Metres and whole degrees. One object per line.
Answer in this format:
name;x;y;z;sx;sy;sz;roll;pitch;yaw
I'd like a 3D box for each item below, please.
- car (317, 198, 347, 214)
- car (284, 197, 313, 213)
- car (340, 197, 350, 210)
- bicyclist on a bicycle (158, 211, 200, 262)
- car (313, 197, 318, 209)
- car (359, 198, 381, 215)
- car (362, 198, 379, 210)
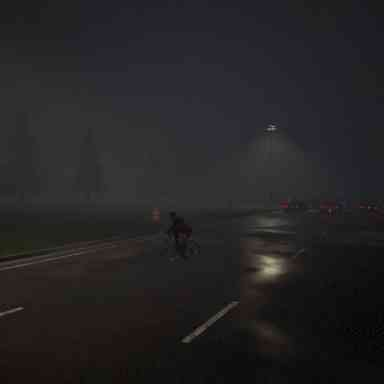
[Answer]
car;15.076;1.601;35.643;1.895;1.301;4.718;0;0;29
car;11.453;1.547;36.344;2.033;1.411;5.357;0;0;29
car;19.898;1.478;44.357;1.882;1.535;5.008;0;0;30
bicyclist on a bicycle;-0.464;1.455;10.834;1.656;1.620;0.582;-2;-1;29
car;16.609;1.505;45.657;1.837;1.490;4.892;0;0;30
car;18.146;1.547;33.962;2.033;1.411;5.357;0;0;30
car;23.203;1.505;43.089;1.837;1.490;4.892;0;0;30
